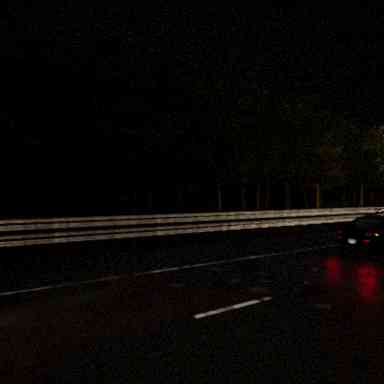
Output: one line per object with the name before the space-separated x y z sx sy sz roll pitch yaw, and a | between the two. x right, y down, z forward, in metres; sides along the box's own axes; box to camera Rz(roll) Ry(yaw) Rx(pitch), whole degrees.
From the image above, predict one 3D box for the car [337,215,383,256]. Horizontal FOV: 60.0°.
car | 7.772 1.664 13.587 4.674 1.442 1.812 1 0 -35
